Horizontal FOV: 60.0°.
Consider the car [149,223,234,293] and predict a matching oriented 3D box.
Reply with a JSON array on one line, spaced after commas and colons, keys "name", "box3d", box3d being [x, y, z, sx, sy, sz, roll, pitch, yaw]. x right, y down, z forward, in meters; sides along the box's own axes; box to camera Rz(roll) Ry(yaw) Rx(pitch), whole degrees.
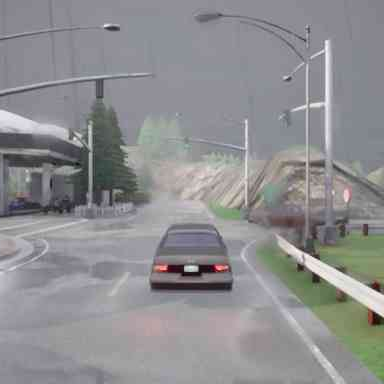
[{"name": "car", "box3d": [0.007, 1.544, 8.996, 2.033, 1.411, 5.357, 0, 0, 1]}]

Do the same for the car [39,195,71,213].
[{"name": "car", "box3d": [-14.558, 1.297, 36.144, 1.905, 1.878, 3.866, 0, 0, -1]}]

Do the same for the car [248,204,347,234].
[{"name": "car", "box3d": [5.581, 1.363, 18.089, 2.033, 1.411, 5.357, -1, 0, -42]}]

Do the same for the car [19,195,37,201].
[{"name": "car", "box3d": [-41.229, 1.504, 83.777, 2.033, 1.411, 5.357, 0, 0, 0]}]

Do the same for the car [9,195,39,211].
[{"name": "car", "box3d": [-20.268, 1.463, 40.417, 2.242, 1.667, 4.611, 0, 0, -1]}]
